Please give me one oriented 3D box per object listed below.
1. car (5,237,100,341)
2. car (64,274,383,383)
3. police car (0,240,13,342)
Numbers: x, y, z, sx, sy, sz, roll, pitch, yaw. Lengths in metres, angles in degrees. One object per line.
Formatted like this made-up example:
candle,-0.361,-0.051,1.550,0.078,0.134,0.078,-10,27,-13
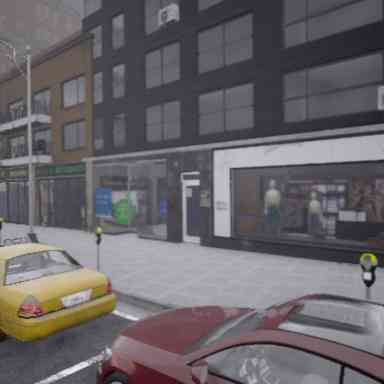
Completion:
car,-3.451,1.545,6.355,4.829,1.417,1.752,-1,1,40
car,0.955,1.541,2.651,4.206,1.307,1.802,-1,1,40
police car,-4.840,1.480,4.964,5.238,1.638,1.930,-1,0,40
